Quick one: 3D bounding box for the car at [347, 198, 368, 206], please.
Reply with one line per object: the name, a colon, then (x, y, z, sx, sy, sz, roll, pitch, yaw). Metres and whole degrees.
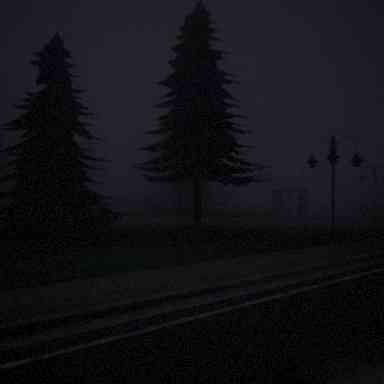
car: (33.449, 2.051, 67.434, 1.845, 1.501, 3.633, 1, 0, -36)

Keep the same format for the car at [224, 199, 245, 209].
car: (6.660, 1.941, 54.766, 1.812, 1.442, 4.674, 1, 0, -36)

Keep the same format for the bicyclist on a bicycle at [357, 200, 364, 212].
bicyclist on a bicycle: (21.110, 1.761, 41.540, 1.656, 1.620, 0.582, 0, 0, -36)

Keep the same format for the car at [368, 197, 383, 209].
car: (30.077, 1.987, 51.520, 1.970, 1.475, 3.806, 1, 0, -36)

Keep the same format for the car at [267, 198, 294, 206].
car: (16.828, 1.909, 64.931, 2.007, 1.523, 4.514, 1, 0, -36)

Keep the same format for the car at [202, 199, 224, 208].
car: (2.460, 1.854, 54.536, 1.882, 1.535, 5.008, 1, -1, -36)

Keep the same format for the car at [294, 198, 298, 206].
car: (19.350, 1.933, 66.796, 2.152, 1.636, 5.027, 1, 0, -36)
